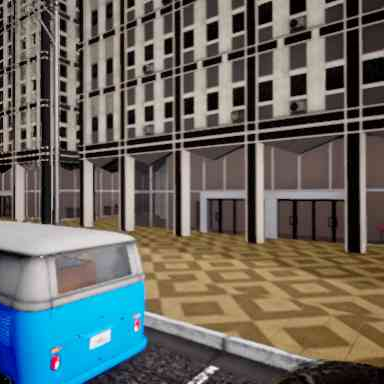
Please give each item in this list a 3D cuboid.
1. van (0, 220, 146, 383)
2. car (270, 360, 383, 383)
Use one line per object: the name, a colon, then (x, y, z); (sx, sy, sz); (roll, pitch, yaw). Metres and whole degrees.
van: (-2.490, 1.349, 4.653); (3.998, 1.788, 1.690); (0, 0, 35)
car: (2.146, 1.564, 1.347); (4.313, 1.339, 1.947); (0, 0, 35)
